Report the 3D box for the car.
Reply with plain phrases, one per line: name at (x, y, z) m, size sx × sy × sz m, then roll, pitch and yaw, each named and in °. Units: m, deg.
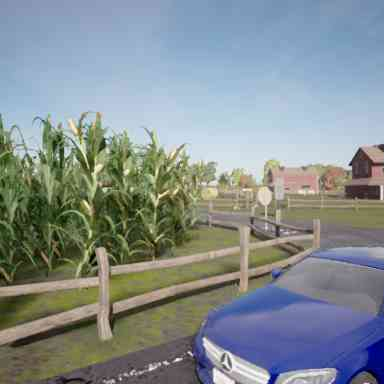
car at (2.211, 1.523, 4.450) m, size 4.674 × 1.442 × 1.812 m, roll 0°, pitch 0°, yaw -35°
